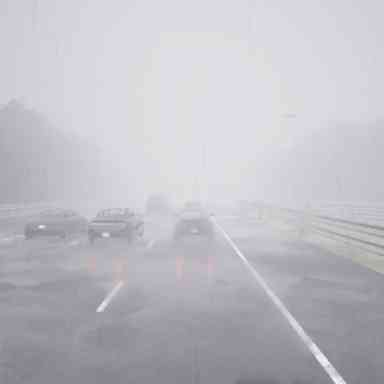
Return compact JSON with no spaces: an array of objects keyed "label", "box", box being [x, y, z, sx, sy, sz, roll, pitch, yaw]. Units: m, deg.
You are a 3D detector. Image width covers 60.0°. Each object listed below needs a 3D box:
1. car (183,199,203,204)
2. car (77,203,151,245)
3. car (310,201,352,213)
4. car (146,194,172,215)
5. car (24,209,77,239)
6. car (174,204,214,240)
[{"label":"car","box":[0.096,1.503,34.821,2.128,1.511,4.902,0,0,0]},{"label":"car","box":[-3.406,1.496,15.613,2.128,1.511,4.902,0,0,0]},{"label":"car","box":[13.343,1.637,32.130,1.812,1.442,4.674,0,0,-14]},{"label":"car","box":[-3.392,1.232,34.402,2.150,2.045,5.566,0,0,1]},{"label":"car","box":[-6.903,1.569,17.304,1.994,1.385,4.181,0,0,0]},{"label":"car","box":[0.098,1.530,16.821,1.812,1.442,4.674,0,0,0]}]
